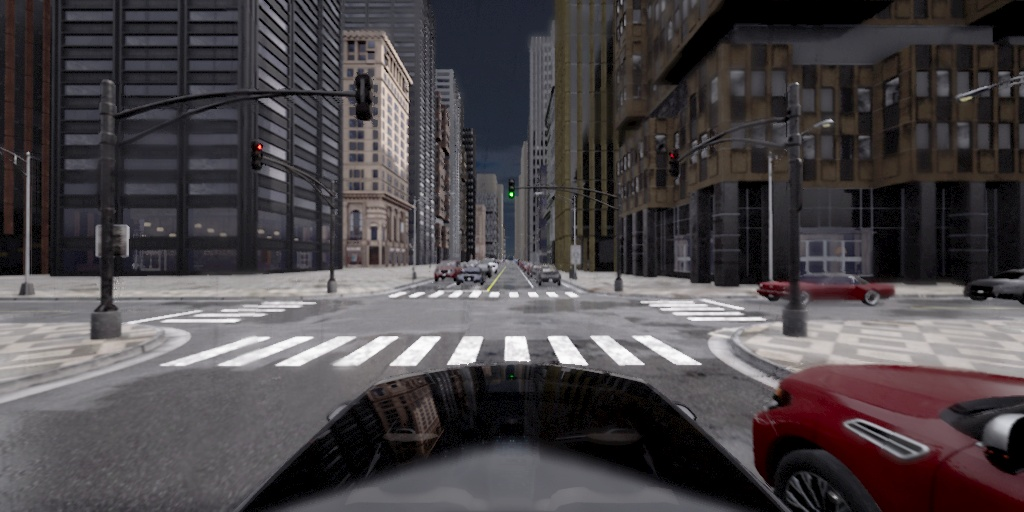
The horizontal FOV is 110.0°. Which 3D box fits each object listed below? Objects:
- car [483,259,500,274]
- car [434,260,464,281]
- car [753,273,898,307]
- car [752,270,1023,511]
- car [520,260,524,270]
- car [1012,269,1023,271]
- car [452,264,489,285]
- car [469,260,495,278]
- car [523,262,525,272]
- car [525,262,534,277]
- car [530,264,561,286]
[{"bbox_3d":[-3.141,1.373,49.168,2.150,2.045,5.566,0,-1,0],"label":"car"},{"bbox_3d":[-5.797,1.327,33.090,2.192,1.841,5.009,0,0,0],"label":"car"},{"bbox_3d":[13.504,1.429,15.663,4.718,1.301,1.895,0,0,0],"label":"car"},{"bbox_3d":[2.764,1.055,0.496,2.192,1.841,5.009,0,0,0],"label":"car"},{"bbox_3d":[2.703,1.645,55.670,1.967,1.591,4.097,0,0,0],"label":"car"},{"bbox_3d":[22.938,1.313,15.721,4.892,1.490,1.837,0,0,0],"label":"car"},{"bbox_3d":[-3.126,1.534,28.102,1.994,1.385,4.181,0,0,0],"label":"car"},{"bbox_3d":[-3.137,1.533,38.178,1.882,1.535,5.008,0,0,0],"label":"car"},{"bbox_3d":[2.716,1.653,44.390,1.888,1.381,4.507,0,0,0],"label":"car"},{"bbox_3d":[2.722,1.610,38.749,2.007,1.370,4.403,0,0,0],"label":"car"},{"bbox_3d":[2.734,1.515,27.468,2.007,1.370,4.403,0,0,0],"label":"car"}]
